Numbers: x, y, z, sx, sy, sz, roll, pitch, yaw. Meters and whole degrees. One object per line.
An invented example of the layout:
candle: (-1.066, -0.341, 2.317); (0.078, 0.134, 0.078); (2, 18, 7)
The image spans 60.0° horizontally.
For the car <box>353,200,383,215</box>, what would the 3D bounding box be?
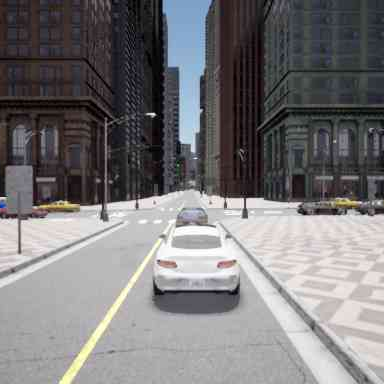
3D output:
car: (17.048, 1.408, 29.966); (4.403, 1.369, 2.008); (-1, 1, 0)

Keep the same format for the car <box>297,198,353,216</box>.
car: (11.669, 1.485, 29.974); (4.313, 1.339, 1.947); (-1, 1, 0)

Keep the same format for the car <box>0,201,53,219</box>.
car: (-15.299, 1.794, 30.015); (4.206, 1.307, 1.802); (-1, 1, 0)

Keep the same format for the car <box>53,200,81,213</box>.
car: (-15.467, 1.670, 38.539); (4.829, 1.417, 1.752); (-1, 1, 0)

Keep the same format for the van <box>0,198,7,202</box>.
van: (-20.979, 1.542, 38.544); (3.998, 1.788, 1.690); (-1, 1, 0)

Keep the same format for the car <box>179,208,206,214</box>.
car: (0.029, 1.573, 18.420); (2.033, 1.411, 5.357); (0, 0, 1)

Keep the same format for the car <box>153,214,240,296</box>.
car: (0.096, 1.540, 8.559); (1.812, 1.442, 4.674); (0, 0, 0)
